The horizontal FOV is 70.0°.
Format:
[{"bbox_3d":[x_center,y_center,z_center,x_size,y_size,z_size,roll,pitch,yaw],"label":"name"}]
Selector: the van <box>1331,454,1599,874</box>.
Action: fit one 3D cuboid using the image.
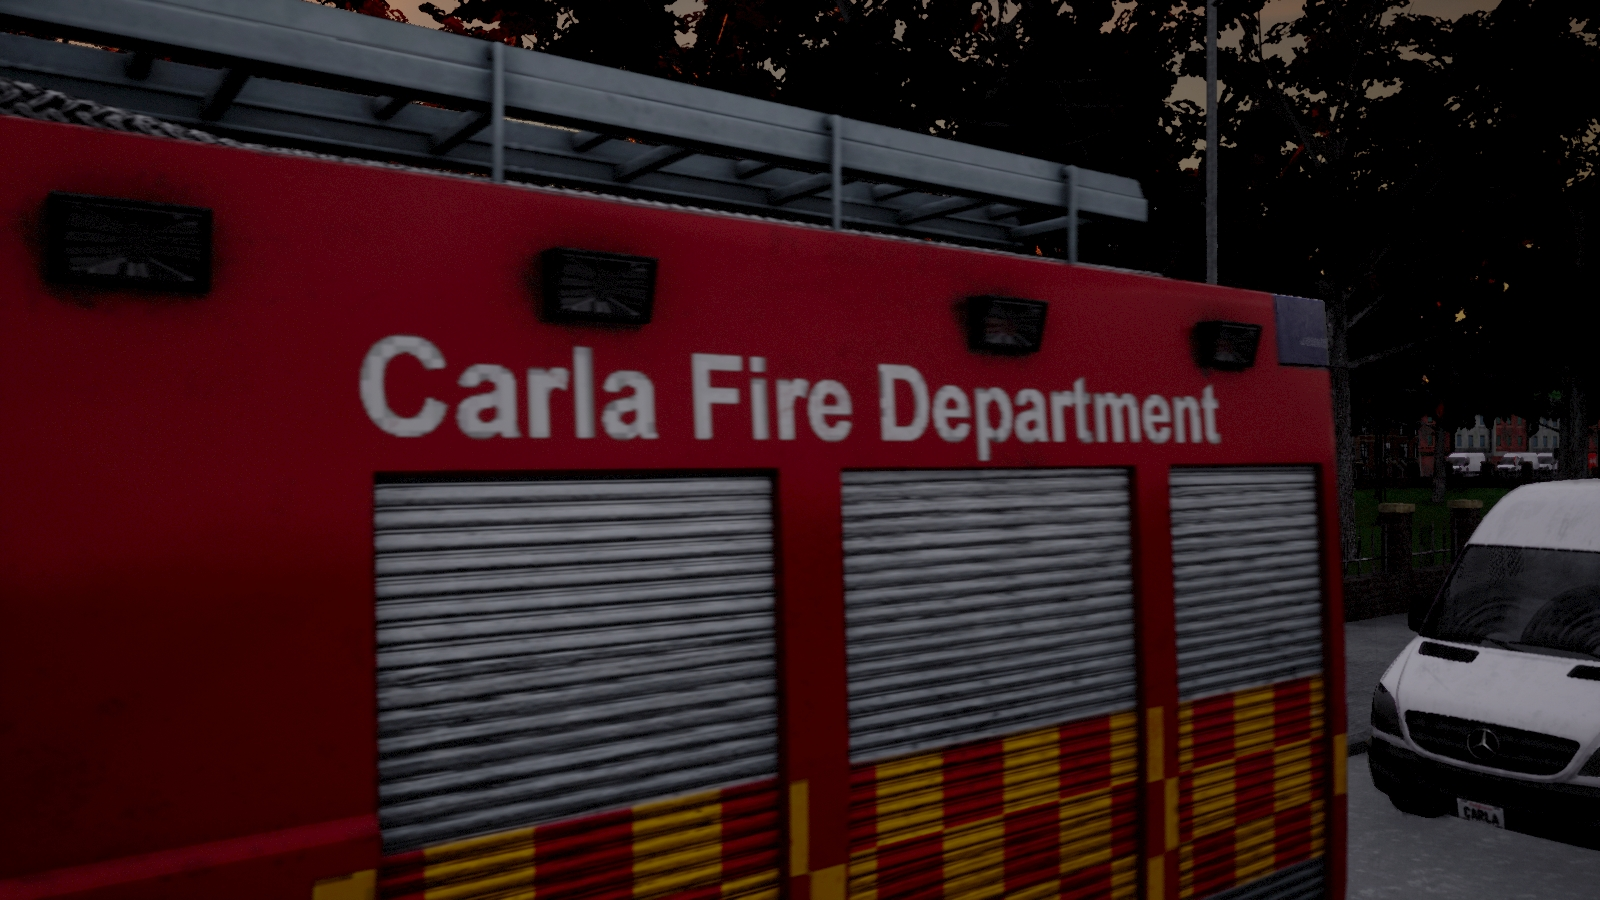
[{"bbox_3d":[6.881,1.315,9.287,5.915,2.561,1.988,0,0,-36],"label":"van"}]
